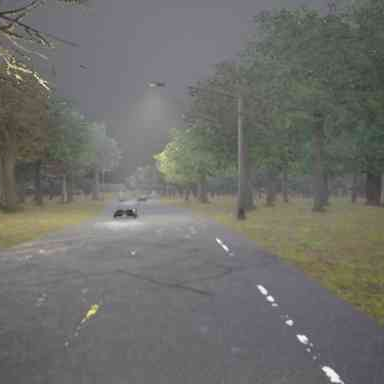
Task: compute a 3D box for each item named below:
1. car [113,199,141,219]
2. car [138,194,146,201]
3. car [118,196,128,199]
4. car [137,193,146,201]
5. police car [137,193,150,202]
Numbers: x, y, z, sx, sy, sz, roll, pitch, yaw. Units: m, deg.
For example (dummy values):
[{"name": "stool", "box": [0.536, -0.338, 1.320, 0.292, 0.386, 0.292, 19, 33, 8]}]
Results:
[{"name": "car", "box": [-5.574, 1.541, 28.257, 1.895, 1.301, 4.718, 0, 0, -8]}, {"name": "car", "box": [-13.989, 1.468, 92.924, 2.097, 1.767, 4.553, 0, 0, -7]}, {"name": "car", "box": [-14.237, 1.521, 68.771, 1.994, 1.385, 4.181, 0, 0, -14]}, {"name": "car", "box": [-13.178, 1.298, 87.115, 2.150, 2.045, 5.566, 0, 0, -9]}, {"name": "police car", "box": [-11.481, 1.427, 77.467, 1.930, 1.638, 5.238, 0, 0, -11]}]
